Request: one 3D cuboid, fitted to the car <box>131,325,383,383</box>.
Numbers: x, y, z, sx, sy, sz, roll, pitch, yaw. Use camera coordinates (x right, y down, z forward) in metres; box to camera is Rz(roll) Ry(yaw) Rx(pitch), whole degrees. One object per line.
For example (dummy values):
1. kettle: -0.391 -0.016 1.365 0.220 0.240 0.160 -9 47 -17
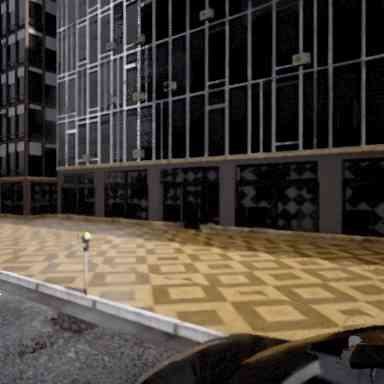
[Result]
1. car: 1.379 1.566 1.890 4.313 1.339 1.947 0 0 36
